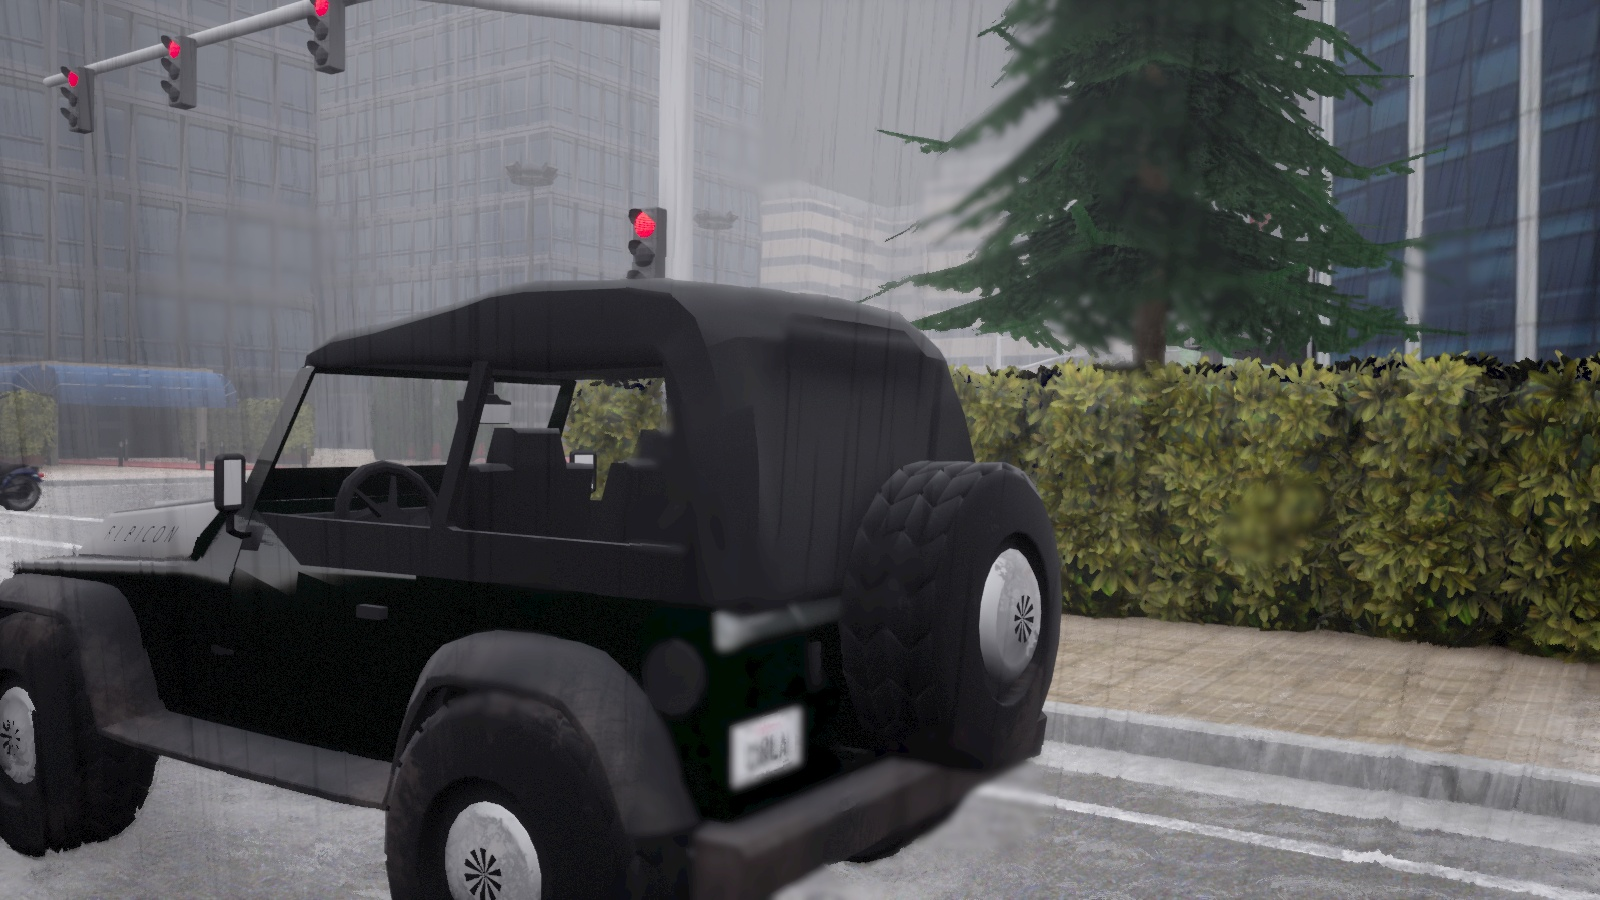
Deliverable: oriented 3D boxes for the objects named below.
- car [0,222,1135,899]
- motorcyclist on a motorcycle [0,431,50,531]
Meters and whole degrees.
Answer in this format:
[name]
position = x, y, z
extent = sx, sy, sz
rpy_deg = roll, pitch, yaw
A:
[car]
position = -1.061, 0.478, 4.325
extent = 3.866, 1.878, 1.905
rpy_deg = 0, 1, 34
[motorcyclist on a motorcycle]
position = -13.828, 0.523, 20.776
extent = 0.766, 1.649, 2.350
rpy_deg = 0, 1, 28
